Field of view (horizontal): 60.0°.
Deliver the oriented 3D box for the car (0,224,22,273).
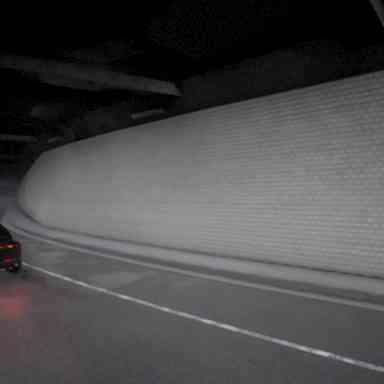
[{"bbox_3d":[-6.843,1.654,10.202,4.892,1.490,1.837,-1,-1,44],"label":"car"}]
